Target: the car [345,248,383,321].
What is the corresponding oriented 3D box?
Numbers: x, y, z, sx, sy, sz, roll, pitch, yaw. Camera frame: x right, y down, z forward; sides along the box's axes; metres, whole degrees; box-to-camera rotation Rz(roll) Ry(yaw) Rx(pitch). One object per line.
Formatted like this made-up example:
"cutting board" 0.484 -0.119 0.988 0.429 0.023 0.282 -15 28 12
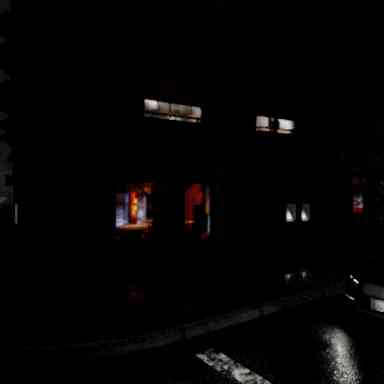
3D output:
"car" 5.023 1.574 6.677 4.902 1.511 2.128 1 0 -35
